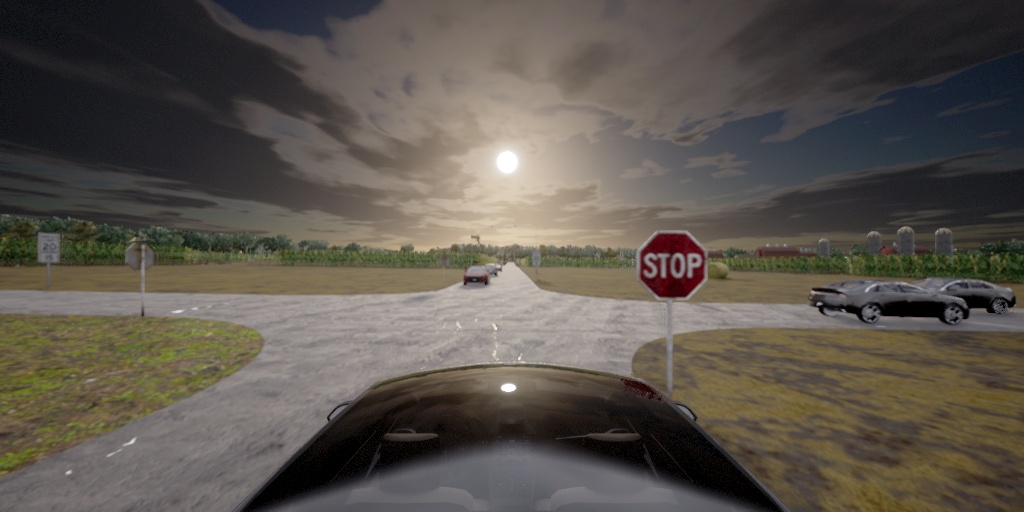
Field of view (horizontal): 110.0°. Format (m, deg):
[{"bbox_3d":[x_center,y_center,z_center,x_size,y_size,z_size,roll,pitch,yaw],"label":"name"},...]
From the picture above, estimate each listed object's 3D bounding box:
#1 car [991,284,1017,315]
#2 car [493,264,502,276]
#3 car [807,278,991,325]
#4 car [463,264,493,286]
[{"bbox_3d":[19.490,1.754,16.224,4.902,1.511,2.128,1,0,0],"label":"car"},{"bbox_3d":[-2.804,1.790,45.616,2.128,1.511,4.902,0,-1,0],"label":"car"},{"bbox_3d":[13.908,1.642,13.383,4.902,1.511,2.128,1,0,0],"label":"car"},{"bbox_3d":[-2.824,1.550,29.454,1.882,1.535,5.008,0,0,0],"label":"car"}]
